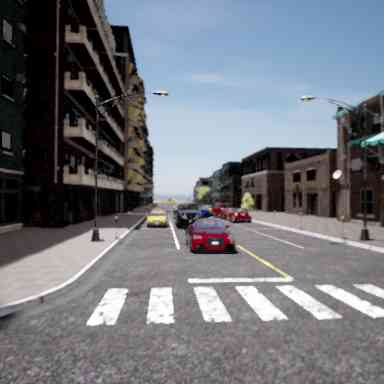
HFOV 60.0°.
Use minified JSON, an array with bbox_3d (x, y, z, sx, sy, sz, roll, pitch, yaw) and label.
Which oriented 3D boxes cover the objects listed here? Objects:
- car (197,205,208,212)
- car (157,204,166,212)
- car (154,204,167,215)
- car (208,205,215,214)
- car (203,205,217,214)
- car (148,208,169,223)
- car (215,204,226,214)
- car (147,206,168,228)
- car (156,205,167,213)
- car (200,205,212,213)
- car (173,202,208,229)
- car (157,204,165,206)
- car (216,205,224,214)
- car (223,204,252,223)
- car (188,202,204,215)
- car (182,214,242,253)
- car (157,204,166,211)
[{"bbox_3d":[2.092,3.382,69.235,1.802,1.307,4.206,0,-1,-5],"label":"car"},{"bbox_3d":[-6.261,3.273,68.563,1.887,1.381,4.507,0,-1,-5],"label":"car"},{"bbox_3d":[-4.841,2.738,51.598,1.967,1.590,4.097,0,-1,-5],"label":"car"},{"bbox_3d":[1.507,2.729,44.852,1.994,1.385,4.181,0,-1,-5],"label":"car"},{"bbox_3d":[3.029,3.042,58.094,1.752,1.417,4.829,0,-1,-5],"label":"car"},{"bbox_3d":[-3.428,2.420,34.628,2.008,1.369,4.403,0,-1,-5],"label":"car"},{"bbox_3d":[3.993,2.542,46.619,2.192,1.841,5.009,0,-1,-5],"label":"car"},{"bbox_3d":[-2.992,2.248,28.799,1.752,1.417,4.829,0,-1,-5],"label":"car"},{"bbox_3d":[-5.785,3.150,62.907,1.947,1.339,4.313,0,-1,-5],"label":"car"},{"bbox_3d":[2.568,3.238,63.579,1.802,1.307,4.206,0,-1,-5],"label":"car"},{"bbox_3d":[-0.280,1.950,28.476,2.150,2.045,5.566,0,-1,-5],"label":"car"},{"bbox_3d":[-3.868,2.453,40.289,1.967,1.590,4.097,0,-1,-5],"label":"car"},{"bbox_3d":[4.470,2.666,40.957,1.802,1.307,4.206,0,-1,-5],"label":"car"},{"bbox_3d":[4.966,2.382,35.308,1.967,1.590,4.097,0,-1,-5],"label":"car"},{"bbox_3d":[0.623,2.636,54.750,2.150,2.045,5.566,0,-1,-5],"label":"car"},{"bbox_3d":[0.784,1.976,15.728,1.994,1.385,4.181,1,-2,-5],"label":"car"},{"bbox_3d":[-6.736,3.423,74.219,2.008,1.369,4.403,0,-1,-5],"label":"car"}]
